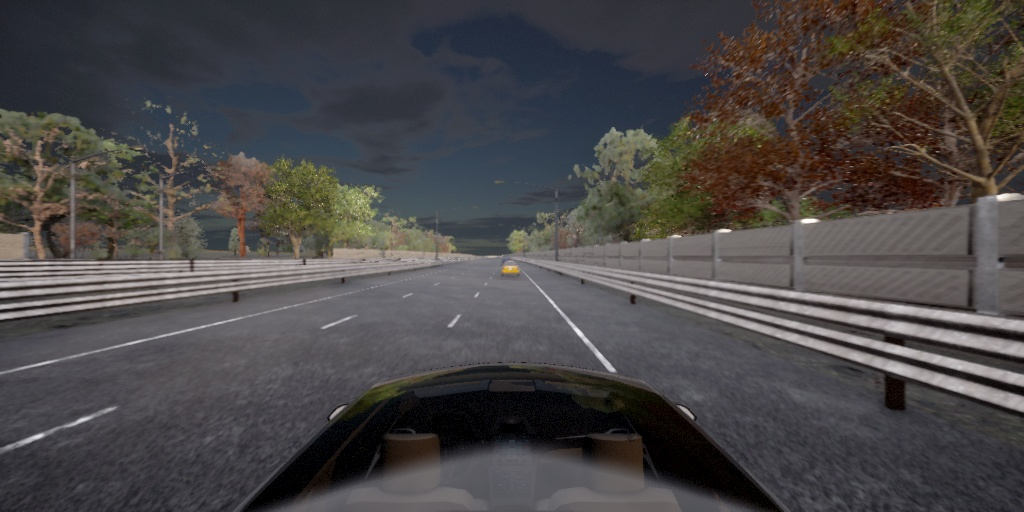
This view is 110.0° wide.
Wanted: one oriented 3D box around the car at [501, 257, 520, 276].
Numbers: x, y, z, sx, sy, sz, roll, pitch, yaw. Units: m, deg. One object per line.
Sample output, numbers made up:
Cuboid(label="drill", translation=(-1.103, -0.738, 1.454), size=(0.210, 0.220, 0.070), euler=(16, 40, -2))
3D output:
Cuboid(label="car", translation=(-0.158, 1.194, 36.726), size=(1.801, 1.575, 5.366), euler=(0, 0, -1))
